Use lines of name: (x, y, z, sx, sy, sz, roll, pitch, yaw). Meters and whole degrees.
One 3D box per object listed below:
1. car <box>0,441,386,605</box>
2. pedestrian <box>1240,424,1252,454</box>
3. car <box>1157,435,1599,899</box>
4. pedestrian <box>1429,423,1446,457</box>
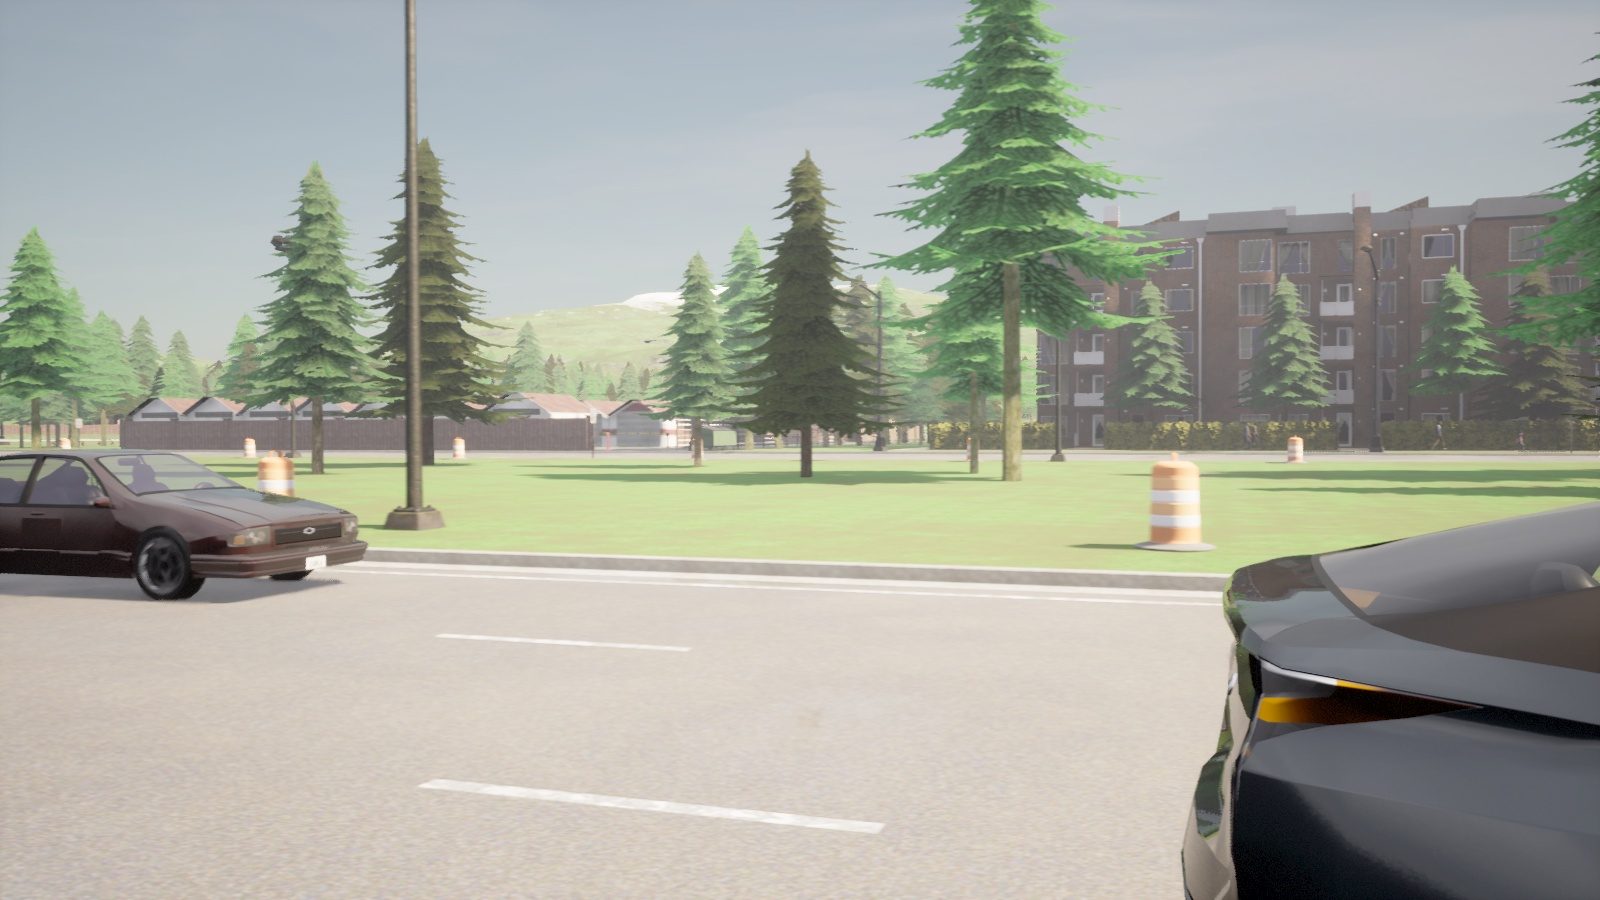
car: (-7.184, 0.639, 12.996, 5.357, 1.411, 2.033, 1, 1, 19)
pedestrian: (27.620, -0.687, 77.797, 0.694, 1.848, 0.540, 1, 1, 19)
car: (3.013, 0.750, 2.179, 4.514, 1.525, 2.007, 1, 1, 19)
pedestrian: (37.754, -0.593, 74.368, 0.788, 1.949, 0.423, 1, 1, 19)
